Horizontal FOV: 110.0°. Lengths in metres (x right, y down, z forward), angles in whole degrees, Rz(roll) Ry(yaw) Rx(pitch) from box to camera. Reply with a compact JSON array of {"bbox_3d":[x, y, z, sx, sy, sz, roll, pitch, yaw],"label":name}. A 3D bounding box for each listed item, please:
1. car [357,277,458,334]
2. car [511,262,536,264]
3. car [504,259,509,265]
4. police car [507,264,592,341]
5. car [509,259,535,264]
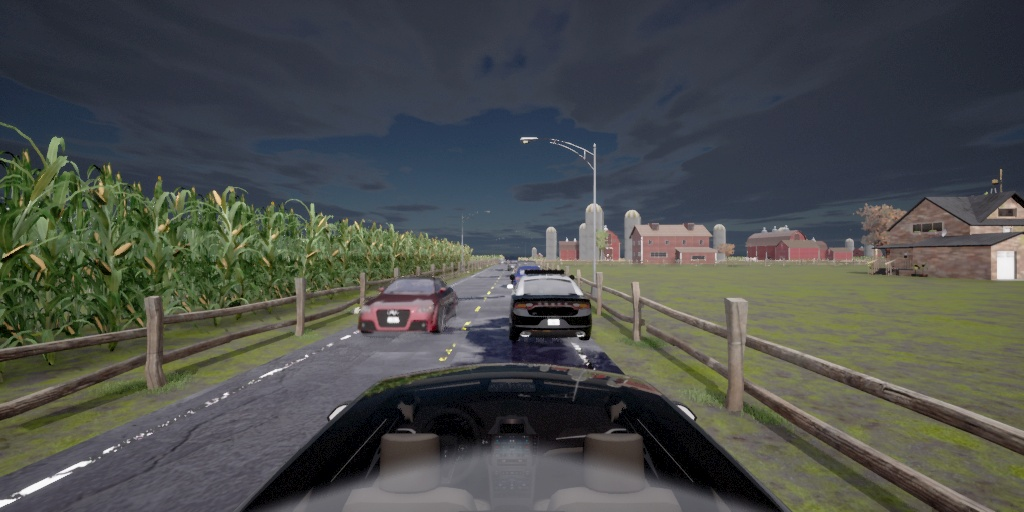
[{"bbox_3d":[-2.784,1.314,10.431,1.994,1.385,4.181,0,0,0],"label":"car"},{"bbox_3d":[0.961,1.275,19.943,1.812,1.442,4.674,0,0,0],"label":"car"},{"bbox_3d":[0.377,1.264,48.412,2.128,1.511,4.902,0,0,1],"label":"car"},{"bbox_3d":[0.887,1.175,10.053,1.930,1.638,5.238,0,0,0],"label":"police car"},{"bbox_3d":[1.004,1.100,25.913,2.097,1.767,4.553,0,0,0],"label":"car"}]
